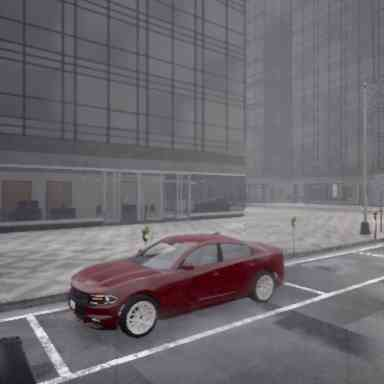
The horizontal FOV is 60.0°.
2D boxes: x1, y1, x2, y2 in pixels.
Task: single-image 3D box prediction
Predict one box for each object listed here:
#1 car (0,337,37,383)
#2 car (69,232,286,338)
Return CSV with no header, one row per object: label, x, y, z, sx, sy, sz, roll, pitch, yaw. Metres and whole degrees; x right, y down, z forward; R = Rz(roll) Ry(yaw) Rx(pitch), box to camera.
car,-3.066,1.604,1.193,4.718,1.301,1.895,0,0,-35
car,-0.069,1.538,6.599,4.507,1.381,1.887,0,0,-36
